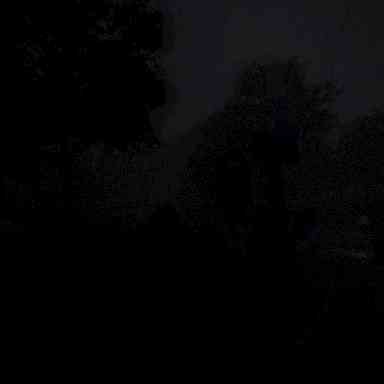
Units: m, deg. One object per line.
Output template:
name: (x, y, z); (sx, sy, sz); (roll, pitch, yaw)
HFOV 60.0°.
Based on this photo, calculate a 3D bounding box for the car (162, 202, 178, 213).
car: (-3.321, 2.280, 50.130); (1.882, 1.535, 5.008); (-1, 1, 4)

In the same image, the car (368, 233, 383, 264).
car: (6.819, 1.735, 10.027); (1.837, 1.490, 4.892); (1, -1, 15)
